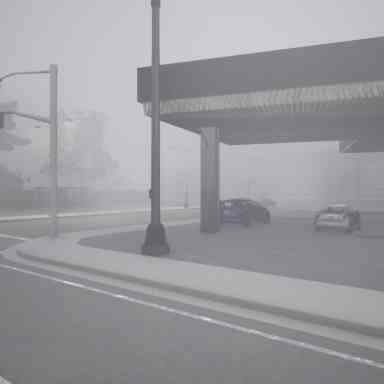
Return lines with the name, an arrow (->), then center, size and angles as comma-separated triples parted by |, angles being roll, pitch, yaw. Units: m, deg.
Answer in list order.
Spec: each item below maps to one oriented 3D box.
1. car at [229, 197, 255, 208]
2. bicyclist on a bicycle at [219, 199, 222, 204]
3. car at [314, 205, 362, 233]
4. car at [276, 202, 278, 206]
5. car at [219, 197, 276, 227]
car -> 7.530, 1.505, 49.816 | 1.837, 1.490, 4.892 | 0, 0, 36
bicyclist on a bicycle -> 2.550, 1.387, 29.682 | 0.582, 1.620, 1.656 | 0, -9, -36
car -> 8.504, 1.456, 19.228 | 1.970, 1.475, 3.806 | 0, 0, 37
car -> 10.517, 1.547, 47.966 | 2.033, 1.411, 5.357 | 0, 0, 37
car -> 3.430, 1.295, 22.027 | 2.242, 1.667, 4.611 | 0, 0, 37
